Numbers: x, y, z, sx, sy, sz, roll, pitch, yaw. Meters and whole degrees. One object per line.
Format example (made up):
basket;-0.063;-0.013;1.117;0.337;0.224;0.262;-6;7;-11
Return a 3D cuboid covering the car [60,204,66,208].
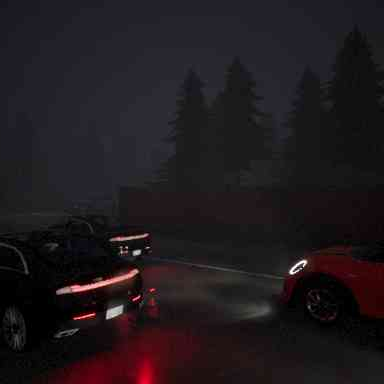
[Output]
car;-12.947;1.601;39.131;1.895;1.301;4.718;0;0;35

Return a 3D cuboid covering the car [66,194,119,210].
car;-10.527;1.221;36.578;2.150;2.045;5.566;0;0;32

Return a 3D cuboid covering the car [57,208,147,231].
car;-3.496;1.492;10.801;4.902;1.511;2.128;0;0;37

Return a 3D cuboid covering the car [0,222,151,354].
car;-3.061;1.492;6.147;4.902;1.511;2.128;0;0;36

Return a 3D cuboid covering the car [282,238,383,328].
car;3.885;1.352;5.521;4.553;1.767;2.097;0;0;36
